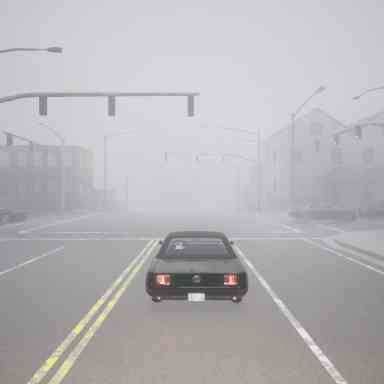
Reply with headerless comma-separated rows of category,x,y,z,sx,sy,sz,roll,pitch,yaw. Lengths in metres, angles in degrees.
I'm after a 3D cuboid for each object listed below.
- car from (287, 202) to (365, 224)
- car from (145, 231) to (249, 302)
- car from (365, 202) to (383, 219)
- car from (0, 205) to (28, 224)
car,9.504,1.495,24.386,4.902,1.511,2.128,0,0,-1
car,0.104,1.601,8.193,1.895,1.301,4.718,0,0,0
car,16.034,1.564,28.154,4.181,1.385,1.994,0,0,0
car,-14.577,1.569,24.114,5.008,1.535,1.882,-3,0,0
